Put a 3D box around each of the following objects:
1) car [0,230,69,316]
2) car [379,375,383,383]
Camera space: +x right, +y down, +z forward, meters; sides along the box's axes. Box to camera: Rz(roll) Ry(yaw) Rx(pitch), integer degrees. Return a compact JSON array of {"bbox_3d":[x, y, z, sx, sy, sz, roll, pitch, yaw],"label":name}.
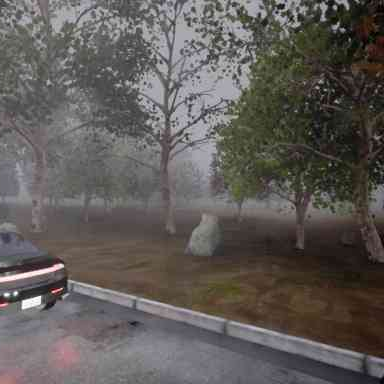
[{"bbox_3d":[-4.455,1.501,6.559,4.902,1.511,2.128,0,0,36],"label":"car"},{"bbox_3d":[3.276,1.490,1.041,4.902,1.511,2.128,0,0,36],"label":"car"}]
